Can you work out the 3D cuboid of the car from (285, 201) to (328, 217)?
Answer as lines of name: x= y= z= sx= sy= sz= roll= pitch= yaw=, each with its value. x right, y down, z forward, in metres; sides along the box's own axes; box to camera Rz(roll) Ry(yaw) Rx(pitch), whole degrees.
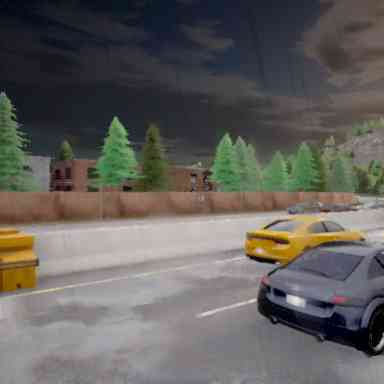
car: x=12.176 y=1.767 z=35.188 sx=4.892 sy=1.490 sz=1.837 roll=0 pitch=-1 yaw=-37

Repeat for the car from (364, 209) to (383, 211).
car: x=17.541 y=1.700 z=30.479 sx=4.892 sy=1.490 sz=1.837 roll=0 pitch=-1 yaw=-37

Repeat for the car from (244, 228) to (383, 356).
car: x=3.175 y=1.609 z=6.216 sx=4.181 sy=1.385 sz=1.994 roll=0 pitch=-1 yaw=-37

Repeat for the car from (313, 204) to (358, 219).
car: x=13.932 y=1.827 z=32.111 sx=4.718 sy=1.301 sz=1.895 roll=0 pitch=-1 yaw=-37

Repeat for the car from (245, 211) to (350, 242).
car: x=3.955 y=1.563 z=11.172 sx=5.008 sy=1.535 sz=1.882 roll=0 pitch=-1 yaw=-37
